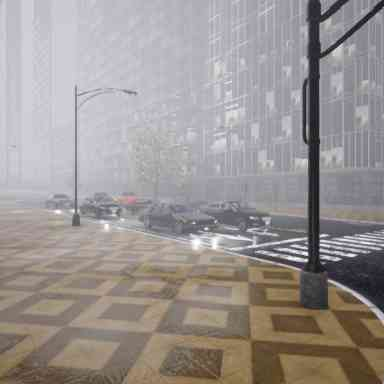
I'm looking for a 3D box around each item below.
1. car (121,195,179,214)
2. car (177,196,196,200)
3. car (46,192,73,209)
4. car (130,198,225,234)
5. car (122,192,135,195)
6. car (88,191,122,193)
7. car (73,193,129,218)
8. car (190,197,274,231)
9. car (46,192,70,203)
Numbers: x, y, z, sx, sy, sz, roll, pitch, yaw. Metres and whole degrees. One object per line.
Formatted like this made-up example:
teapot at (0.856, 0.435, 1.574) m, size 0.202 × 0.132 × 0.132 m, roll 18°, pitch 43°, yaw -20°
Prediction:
car at (-3.394, 1.193, 26.076) m, size 1.895 × 1.301 × 4.718 m, roll 0°, pitch 1°, yaw -38°
car at (-0.615, 1.058, 33.385) m, size 2.033 × 1.411 × 5.357 m, roll 0°, pitch 1°, yaw -38°
car at (-13.359, 0.902, 33.546) m, size 1.812 × 1.442 × 4.674 m, roll 0°, pitch 1°, yaw -38°
car at (-0.953, 1.292, 17.700) m, size 2.033 × 1.411 × 5.357 m, roll 0°, pitch 1°, yaw -38°
car at (-7.857, 0.726, 37.368) m, size 2.097 × 1.767 × 4.553 m, roll 0°, pitch 1°, yaw -38°
car at (-9.359, 0.767, 33.701) m, size 2.097 × 1.767 × 4.553 m, roll 0°, pitch 1°, yaw -38°
car at (-7.027, 1.056, 25.442) m, size 2.128 × 1.511 × 4.902 m, roll 0°, pitch 1°, yaw -38°
car at (2.330, 1.254, 18.784) m, size 2.128 × 1.511 × 4.902 m, roll 0°, pitch 1°, yaw -38°
car at (-18.168, 0.715, 45.095) m, size 1.994 × 1.385 × 4.181 m, roll 0°, pitch 1°, yaw -38°
